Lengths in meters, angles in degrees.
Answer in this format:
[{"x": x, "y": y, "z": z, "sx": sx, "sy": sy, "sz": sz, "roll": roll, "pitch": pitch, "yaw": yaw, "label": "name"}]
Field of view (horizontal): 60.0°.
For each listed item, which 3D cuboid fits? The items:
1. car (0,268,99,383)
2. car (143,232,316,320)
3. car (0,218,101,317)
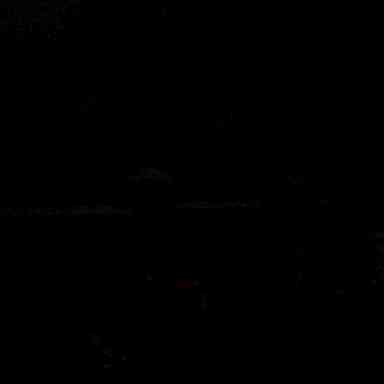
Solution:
[{"x": -2.905, "y": 1.525, "z": 1.314, "sx": 4.674, "sy": 1.442, "sz": 1.812, "roll": 0, "pitch": 0, "yaw": -35, "label": "car"}, {"x": 1.000, "y": 1.582, "z": 7.261, "sx": 4.206, "sy": 1.307, "sz": 1.802, "roll": 0, "pitch": 0, "yaw": -35, "label": "car"}, {"x": -3.631, "y": 1.315, "z": 3.968, "sx": 5.009, "sy": 1.841, "sz": 2.192, "roll": 0, "pitch": 0, "yaw": -35, "label": "car"}]
